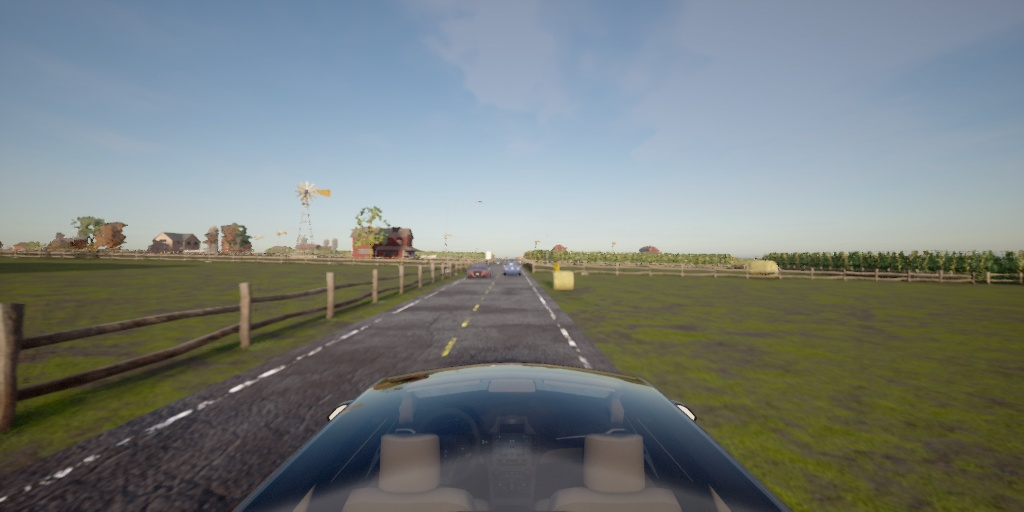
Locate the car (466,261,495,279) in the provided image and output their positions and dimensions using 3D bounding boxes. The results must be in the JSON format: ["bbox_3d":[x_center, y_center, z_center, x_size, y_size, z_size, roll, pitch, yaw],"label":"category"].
[{"bbox_3d":[-2.855,1.313,31.793,1.994,1.385,4.181,0,0,0],"label":"car"}]

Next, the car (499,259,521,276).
[{"bbox_3d":[0.050,1.298,37.964,2.033,1.411,5.357,0,0,1],"label":"car"}]

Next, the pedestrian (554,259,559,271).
[{"bbox_3d":[2.817,1.065,23.052,0.375,1.860,0.375,1,-1,-2],"label":"pedestrian"}]

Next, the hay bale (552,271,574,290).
[{"bbox_3d":[3.117,1.404,21.939,1.220,1.180,1.240,0,0,0],"label":"hay bale"}]
